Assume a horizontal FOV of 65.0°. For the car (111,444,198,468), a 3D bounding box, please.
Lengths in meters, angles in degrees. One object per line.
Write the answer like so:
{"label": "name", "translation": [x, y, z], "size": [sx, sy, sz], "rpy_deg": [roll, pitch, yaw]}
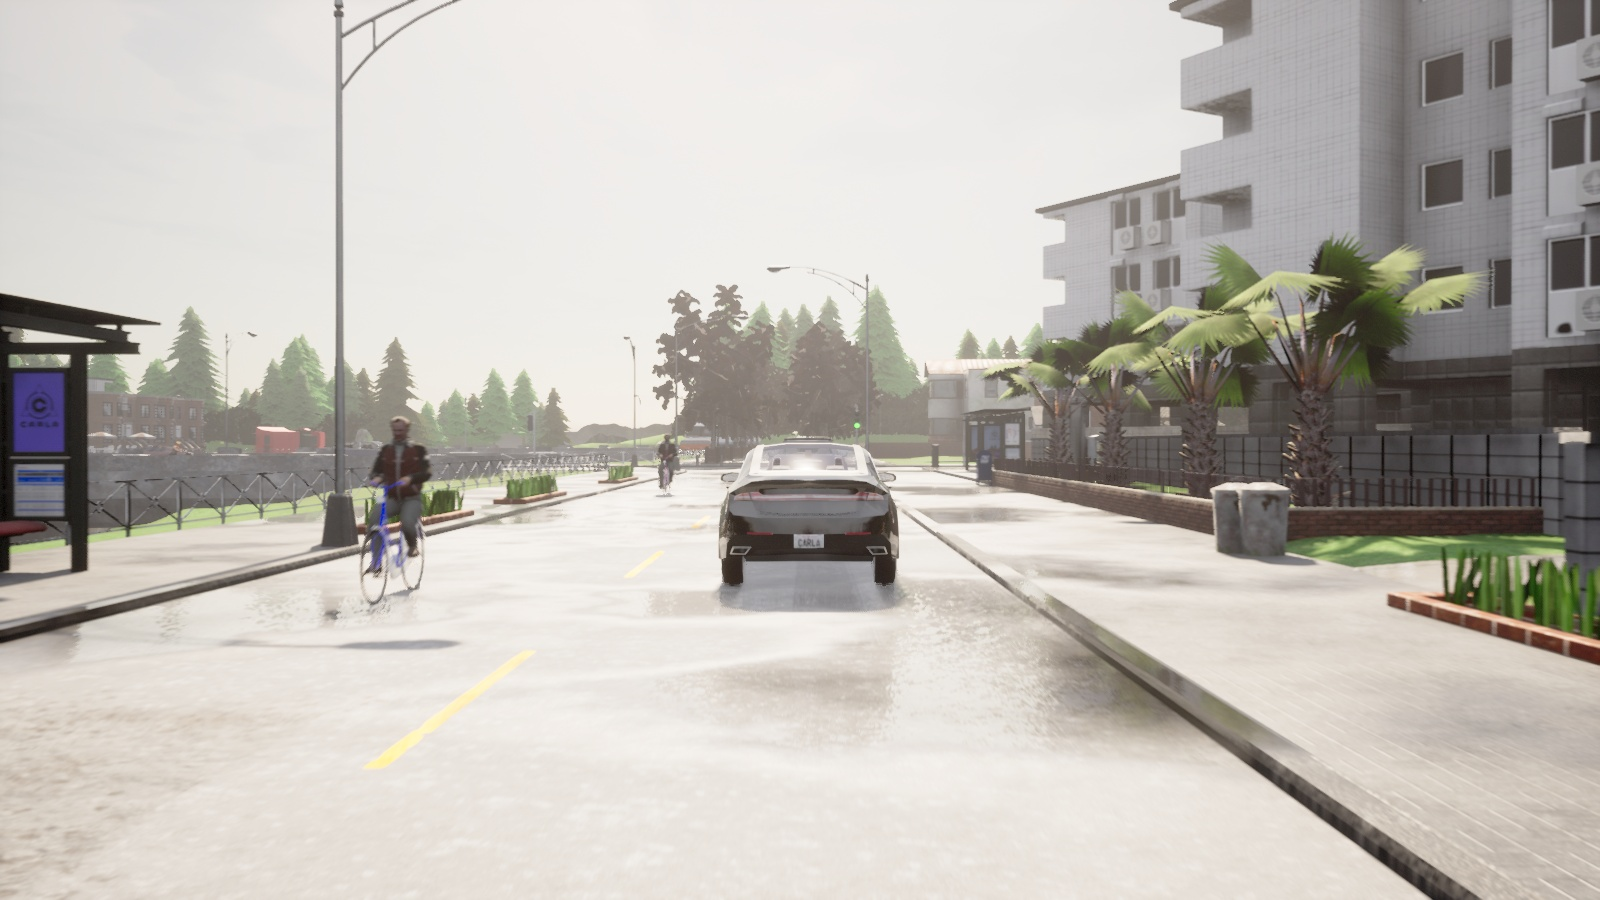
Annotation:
{"label": "car", "translation": [-38.636, 0.355, 75.243], "size": [4.181, 1.385, 1.994], "rpy_deg": [0, 0, 0]}

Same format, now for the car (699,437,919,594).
{"label": "car", "translation": [0.098, 0.621, 14.583], "size": [2.128, 1.511, 4.902], "rpy_deg": [0, 0, 0]}

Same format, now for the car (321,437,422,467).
{"label": "car", "translation": [-24.238, 0.104, 71.160], "size": [5.027, 1.651, 2.152], "rpy_deg": [0, 0, 0]}

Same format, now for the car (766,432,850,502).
{"label": "car", "translation": [0.208, 0.414, 33.807], "size": [2.097, 1.767, 4.553], "rpy_deg": [0, 0, 0]}

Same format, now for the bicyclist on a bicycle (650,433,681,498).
{"label": "bicyclist on a bicycle", "translation": [-3.784, 0.415, 35.328], "size": [0.659, 1.776, 1.843], "rpy_deg": [0, 0, 0]}

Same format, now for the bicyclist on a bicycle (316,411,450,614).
{"label": "bicyclist on a bicycle", "translation": [-3.917, 0.547, 11.945], "size": [0.659, 1.776, 1.843], "rpy_deg": [0, 0, 0]}
